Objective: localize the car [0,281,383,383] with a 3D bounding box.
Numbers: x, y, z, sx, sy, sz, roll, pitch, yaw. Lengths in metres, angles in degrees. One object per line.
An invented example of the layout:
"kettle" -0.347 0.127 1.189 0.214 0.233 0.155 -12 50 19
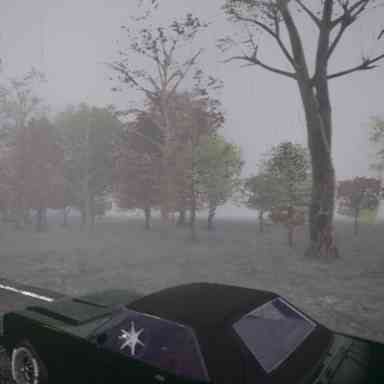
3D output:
"car" -0.170 1.729 3.714 4.718 1.301 1.895 -2 -3 35
